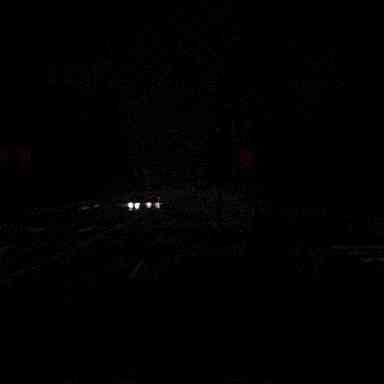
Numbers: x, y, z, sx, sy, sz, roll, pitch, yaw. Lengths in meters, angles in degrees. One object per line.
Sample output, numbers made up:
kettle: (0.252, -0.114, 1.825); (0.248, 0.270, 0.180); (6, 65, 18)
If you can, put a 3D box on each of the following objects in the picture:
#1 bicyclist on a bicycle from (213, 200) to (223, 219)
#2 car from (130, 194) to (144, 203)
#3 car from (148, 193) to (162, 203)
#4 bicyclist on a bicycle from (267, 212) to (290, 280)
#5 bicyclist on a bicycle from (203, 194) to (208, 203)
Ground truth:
bicyclist on a bicycle: (2.259, 1.452, 28.188); (0.866, 1.612, 1.509); (0, 0, 0)
car: (-9.735, 1.098, 58.699); (2.128, 1.511, 4.902); (0, 1, 0)
car: (-6.485, 0.958, 58.725); (2.097, 1.767, 4.553); (0, 1, 0)
bicyclist on a bicycle: (2.239, 1.354, 8.625); (0.582, 1.620, 1.656); (-1, 0, 0)
bicyclist on a bicycle: (2.247, 1.099, 54.994); (0.866, 1.612, 1.509); (0, 1, 0)
